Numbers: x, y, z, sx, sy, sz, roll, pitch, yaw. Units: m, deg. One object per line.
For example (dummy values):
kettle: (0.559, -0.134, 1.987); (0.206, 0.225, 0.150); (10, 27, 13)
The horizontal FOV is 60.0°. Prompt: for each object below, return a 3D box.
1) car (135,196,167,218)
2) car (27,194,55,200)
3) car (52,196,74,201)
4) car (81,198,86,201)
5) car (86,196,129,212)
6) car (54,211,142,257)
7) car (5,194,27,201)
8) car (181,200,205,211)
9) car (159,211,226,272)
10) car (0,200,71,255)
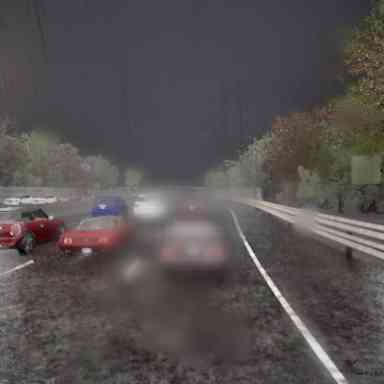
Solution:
car: (-3.410, 1.311, 28.408); (2.150, 2.045, 5.566); (0, 0, 0)
car: (-24.496, 1.411, 55.200); (2.150, 2.045, 5.566); (0, 0, 1)
car: (-20.999, 1.718, 55.413); (1.812, 1.442, 4.674); (0, 0, 1)
car: (-17.504, 1.671, 55.702); (1.882, 1.535, 5.008); (0, 0, 1)
car: (-6.909, 1.311, 28.499); (2.150, 2.045, 5.566); (0, 0, 1)
car: (-3.425, 1.639, 13.128); (1.895, 1.301, 4.718); (0, 0, 0)
car: (-27.999, 1.406, 53.912); (2.150, 2.045, 5.566); (0, 0, 1)
car: (0.096, 1.441, 29.279); (2.097, 1.767, 4.553); (0, 0, 0)
car: (0.056, 1.579, 10.865); (2.033, 1.411, 5.357); (0, 0, 1)
car: (-6.922, 1.391, 13.672); (2.097, 1.767, 4.553); (0, 0, 0)
